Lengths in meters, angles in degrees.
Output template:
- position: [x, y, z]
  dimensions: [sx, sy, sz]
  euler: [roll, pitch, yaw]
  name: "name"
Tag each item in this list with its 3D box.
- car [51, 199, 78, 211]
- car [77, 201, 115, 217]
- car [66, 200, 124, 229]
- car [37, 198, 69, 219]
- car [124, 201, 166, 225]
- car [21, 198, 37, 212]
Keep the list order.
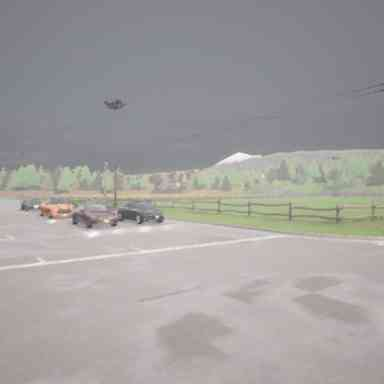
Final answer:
- position: [-15.425, 1.531, 40.151]
  dimensions: [1.895, 1.301, 4.718]
  euler: [0, 0, -36]
  name: "car"
- position: [-9.157, 1.531, 31.482]
  dimensions: [1.895, 1.301, 4.718]
  euler: [0, 0, -36]
  name: "car"
- position: [-6.454, 1.478, 21.774]
  dimensions: [1.812, 1.442, 4.674]
  euler: [0, 0, -36]
  name: "car"
- position: [-11.703, 1.305, 29.027]
  dimensions: [2.097, 1.767, 4.553]
  euler: [0, 0, -36]
  name: "car"
- position: [-3.731, 1.434, 23.983]
  dimensions: [1.837, 1.490, 4.892]
  euler: [0, 0, -36]
  name: "car"
- position: [-18.392, 1.445, 38.286]
  dimensions: [2.128, 1.511, 4.902]
  euler: [0, 0, -36]
  name: "car"
